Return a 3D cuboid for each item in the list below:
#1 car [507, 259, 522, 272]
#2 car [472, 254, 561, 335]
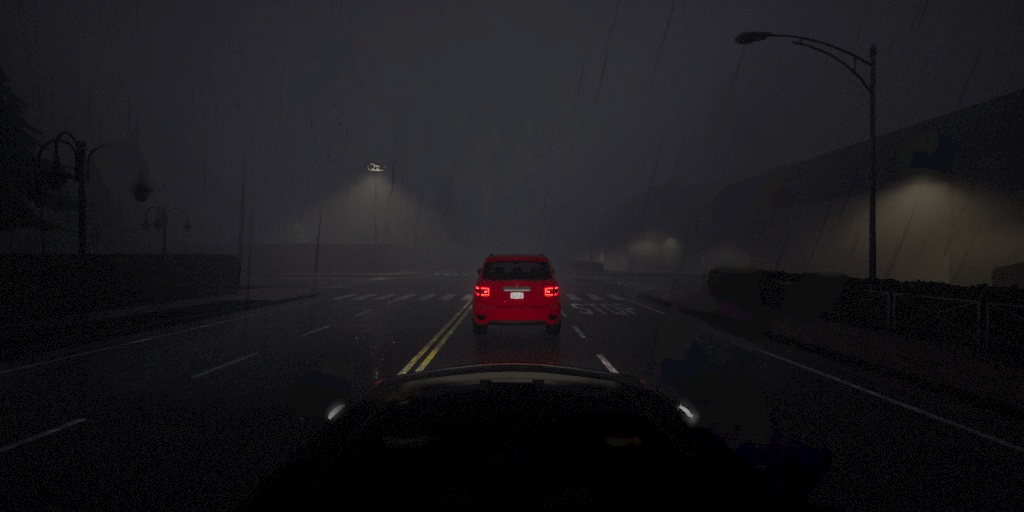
[{"bbox_3d":[0.348,1.228,46.323,1.882,1.535,5.008,0,0,1],"label":"car"},{"bbox_3d":[0.118,0.971,10.640,2.150,2.045,5.566,0,0,0],"label":"car"}]
